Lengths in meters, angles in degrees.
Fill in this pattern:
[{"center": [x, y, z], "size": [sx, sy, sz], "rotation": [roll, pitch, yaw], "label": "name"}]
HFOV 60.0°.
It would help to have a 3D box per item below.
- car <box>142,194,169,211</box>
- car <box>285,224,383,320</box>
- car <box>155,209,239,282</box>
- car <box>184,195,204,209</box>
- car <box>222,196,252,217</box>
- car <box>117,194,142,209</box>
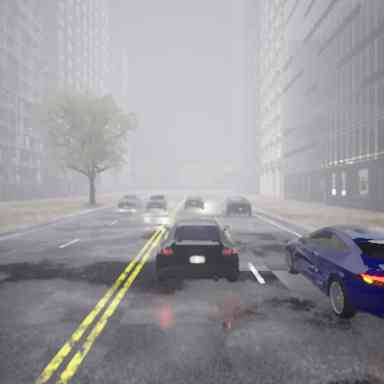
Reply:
[{"center": [-3.215, 0.976, 31.512], "size": [1.837, 1.490, 4.892], "rotation": [0, 1, 1], "label": "car"}, {"center": [3.372, 1.406, 6.982], "size": [1.812, 1.442, 4.674], "rotation": [0, 1, 0], "label": "car"}, {"center": [0.129, 1.406, 9.253], "size": [1.994, 1.385, 4.181], "rotation": [0, 1, 0], "label": "car"}, {"center": [0.218, 0.995, 33.852], "size": [1.994, 1.385, 4.181], "rotation": [0, 1, 0], "label": "car"}, {"center": [3.440, 1.039, 26.039], "size": [1.882, 1.535, 5.008], "rotation": [0, 1, 0], "label": "car"}, {"center": [-6.428, 0.958, 35.052], "size": [2.033, 1.411, 5.357], "rotation": [0, 1, 1], "label": "car"}]
